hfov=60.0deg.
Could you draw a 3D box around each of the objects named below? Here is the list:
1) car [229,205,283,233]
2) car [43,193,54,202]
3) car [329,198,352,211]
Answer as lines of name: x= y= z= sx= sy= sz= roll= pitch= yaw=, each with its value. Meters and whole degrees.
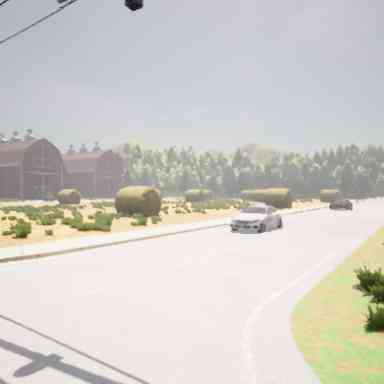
car: x=3.916 y=1.497 z=19.545 sx=1.812 sy=1.442 sz=4.674 roll=0 pitch=0 yaw=34
car: x=-32.990 y=1.168 z=76.678 sx=1.905 sy=1.878 sz=3.866 roll=6 pitch=1 yaw=-12
car: x=17.986 y=1.461 z=40.155 sx=1.994 sy=1.385 sz=4.181 roll=0 pitch=0 yaw=34
